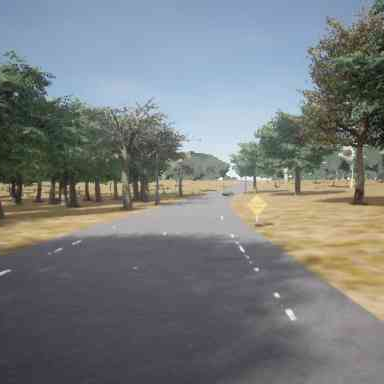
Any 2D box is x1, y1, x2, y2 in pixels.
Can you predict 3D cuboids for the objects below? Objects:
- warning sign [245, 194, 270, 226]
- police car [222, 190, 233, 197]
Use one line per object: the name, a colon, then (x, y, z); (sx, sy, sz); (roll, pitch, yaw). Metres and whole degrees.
warning sign: (3.990, 1.073, 20.385); (1.300, 1.860, 1.060); (0, 0, 2)
police car: (9.273, 0.522, 89.698); (1.930, 1.638, 5.238); (0, 2, 10)
